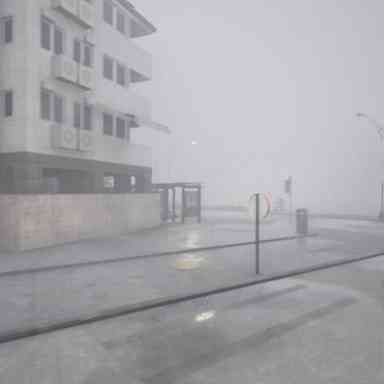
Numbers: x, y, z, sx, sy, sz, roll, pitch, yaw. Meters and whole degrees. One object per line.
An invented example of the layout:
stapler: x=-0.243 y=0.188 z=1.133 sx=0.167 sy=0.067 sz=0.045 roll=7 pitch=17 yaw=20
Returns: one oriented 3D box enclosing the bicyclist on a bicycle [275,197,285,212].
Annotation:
bicyclist on a bicycle: x=9.542 y=1.336 z=35.899 sx=1.656 sy=1.620 sz=0.582 roll=0 pitch=0 yaw=-35
